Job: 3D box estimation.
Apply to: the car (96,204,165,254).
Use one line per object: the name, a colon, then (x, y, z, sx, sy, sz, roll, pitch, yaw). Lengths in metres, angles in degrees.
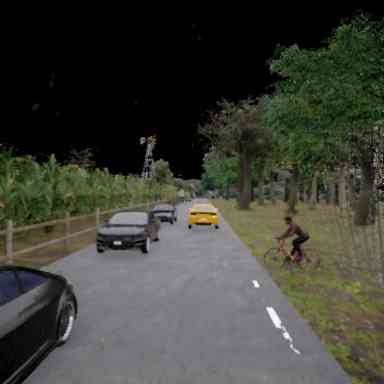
car: (-2.461, 1.478, 13.857, 1.882, 1.535, 5.008, 1, 0, 2)

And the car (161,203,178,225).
car: (-2.074, 1.577, 25.091, 2.033, 1.411, 5.357, 1, 0, 3)

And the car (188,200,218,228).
car: (0.779, 1.536, 22.696, 1.882, 1.535, 5.008, 1, 0, 2)

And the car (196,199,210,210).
car: (1.526, 1.730, 45.512, 1.895, 1.301, 4.718, 1, 0, 2)

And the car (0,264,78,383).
car: (-2.804, 1.538, 3.535, 1.994, 1.385, 4.181, 1, 0, 2)

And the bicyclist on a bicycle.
bicyclist on a bicycle: (2.948, 1.530, 9.785, 1.656, 1.620, 0.582, 2, 0, 2)
